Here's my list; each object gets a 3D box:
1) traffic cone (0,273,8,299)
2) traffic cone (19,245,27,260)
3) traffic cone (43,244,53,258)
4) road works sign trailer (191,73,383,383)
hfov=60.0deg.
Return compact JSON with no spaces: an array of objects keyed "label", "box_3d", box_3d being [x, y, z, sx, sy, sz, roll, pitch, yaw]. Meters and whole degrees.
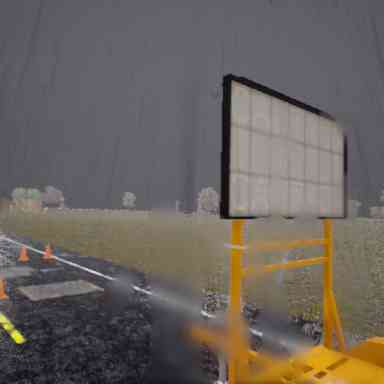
[{"label":"traffic cone","box_3d":[-4.729,2.289,8.158,0.340,0.580,0.340,4,-4,-40]},{"label":"traffic cone","box_3d":[-7.103,2.540,14.016,0.340,0.580,0.340,4,-4,-40]},{"label":"traffic cone","box_3d":[-6.342,2.592,14.663,0.340,0.580,0.340,4,-4,-40]},{"label":"road works sign trailer","box_3d":[0.998,0.709,3.886,2.380,3.560,2.880,4,-4,-41]}]
